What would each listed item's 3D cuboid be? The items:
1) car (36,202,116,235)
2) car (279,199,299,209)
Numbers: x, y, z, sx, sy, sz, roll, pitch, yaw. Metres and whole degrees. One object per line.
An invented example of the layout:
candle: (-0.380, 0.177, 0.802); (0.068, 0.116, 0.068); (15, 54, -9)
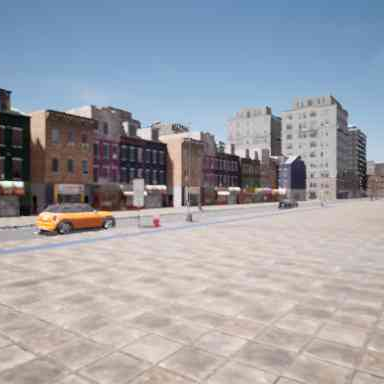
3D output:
car: (-6.767, 1.472, 19.930); (2.097, 1.767, 4.553); (0, 0, 35)
car: (14.311, 1.727, 49.242); (1.812, 1.442, 4.674); (0, 0, 36)
